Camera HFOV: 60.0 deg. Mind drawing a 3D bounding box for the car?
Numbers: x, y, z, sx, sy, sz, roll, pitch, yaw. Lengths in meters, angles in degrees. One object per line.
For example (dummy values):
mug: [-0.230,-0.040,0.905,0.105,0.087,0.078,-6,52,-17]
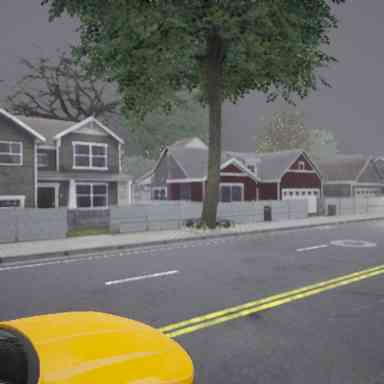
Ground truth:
car: [-2.239,1.484,1.839,5.008,1.535,1.882,-1,0,-36]
